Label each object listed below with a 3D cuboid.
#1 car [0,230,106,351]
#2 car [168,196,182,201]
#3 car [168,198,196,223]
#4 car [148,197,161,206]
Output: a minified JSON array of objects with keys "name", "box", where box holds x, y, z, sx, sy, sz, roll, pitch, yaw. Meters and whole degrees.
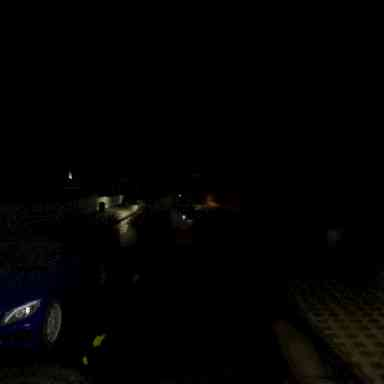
[{"name":"car","box":[-2.945,1.526,6.399,1.812,1.442,4.674,0,0,-1]},{"name":"car","box":[-2.005,1.355,42.813,2.097,1.767,4.553,0,0,-5]},{"name":"car","box":[-0.709,1.501,25.665,1.837,1.490,4.892,0,0,-3]},{"name":"car","box":[-6.141,1.583,54.956,1.994,1.385,4.181,0,0,-6]}]
